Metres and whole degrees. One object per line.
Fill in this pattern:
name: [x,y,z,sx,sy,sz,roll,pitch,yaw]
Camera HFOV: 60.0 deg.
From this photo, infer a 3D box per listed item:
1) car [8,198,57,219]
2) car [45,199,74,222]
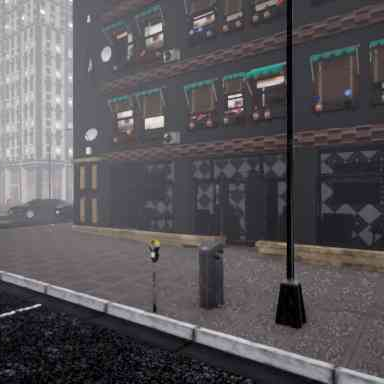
car: [-11.913,1.239,26.411,1.837,1.490,4.892,0,1,35]
car: [-7.349,1.279,22.815,1.947,1.339,4.313,1,1,35]
